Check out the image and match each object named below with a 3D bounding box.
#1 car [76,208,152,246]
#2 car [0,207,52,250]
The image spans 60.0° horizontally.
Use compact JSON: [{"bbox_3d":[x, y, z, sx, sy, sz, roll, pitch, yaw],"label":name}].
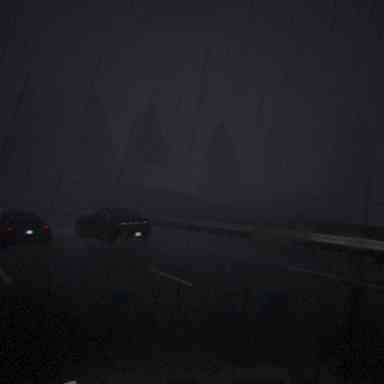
[{"bbox_3d":[-3.748,1.480,15.321,2.128,1.511,4.902,0,0,-40],"label":"car"},{"bbox_3d":[-7.705,1.553,14.568,1.994,1.385,4.181,0,0,-41],"label":"car"}]
